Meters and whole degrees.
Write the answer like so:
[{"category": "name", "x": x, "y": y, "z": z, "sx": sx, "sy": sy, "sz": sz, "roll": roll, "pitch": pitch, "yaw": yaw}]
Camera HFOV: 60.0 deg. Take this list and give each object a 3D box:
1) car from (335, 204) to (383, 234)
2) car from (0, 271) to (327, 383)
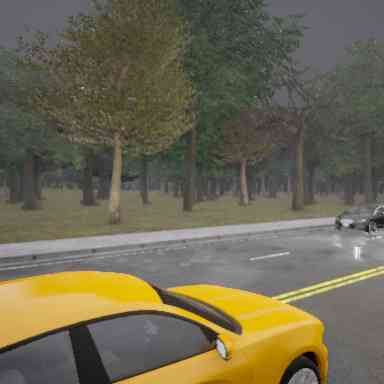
[{"category": "car", "x": 10.135, "y": 1.466, "z": 19.055, "sx": 4.902, "sy": 1.511, "sz": 2.128, "roll": 0, "pitch": 0, "yaw": -36}, {"category": "car", "x": -0.854, "y": 1.476, "z": 2.831, "sx": 5.008, "sy": 1.535, "sz": 1.882, "roll": 0, "pitch": 0, "yaw": -36}]
